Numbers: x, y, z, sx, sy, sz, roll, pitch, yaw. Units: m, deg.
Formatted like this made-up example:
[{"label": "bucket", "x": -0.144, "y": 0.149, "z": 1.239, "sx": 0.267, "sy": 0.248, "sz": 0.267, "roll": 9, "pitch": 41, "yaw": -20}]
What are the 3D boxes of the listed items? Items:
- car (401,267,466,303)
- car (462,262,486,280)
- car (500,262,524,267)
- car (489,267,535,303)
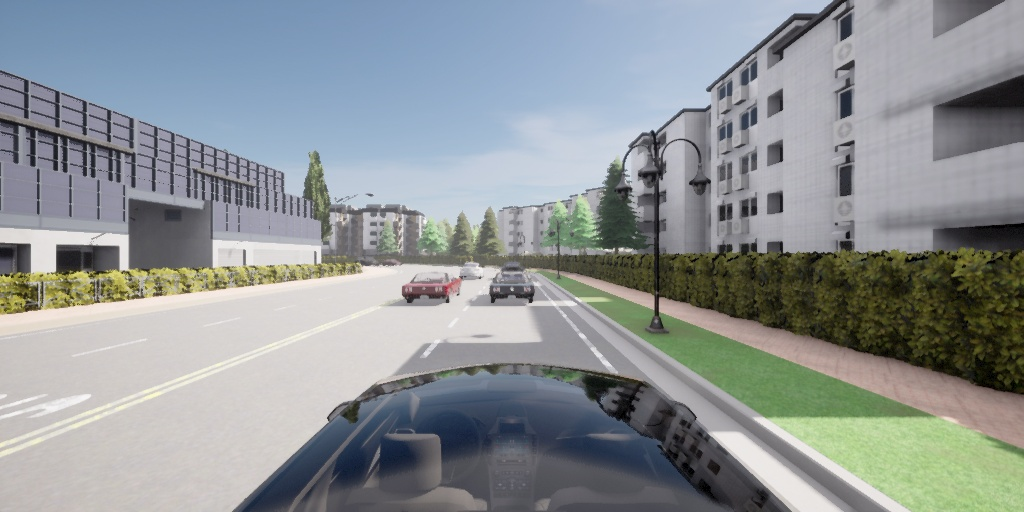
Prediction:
[{"label": "car", "x": -3.500, "y": 1.366, "z": 16.530, "sx": 1.895, "sy": 1.301, "sz": 4.718, "roll": 0, "pitch": 0, "yaw": 0}, {"label": "car", "x": -3.500, "y": 1.283, "z": 31.500, "sx": 1.812, "sy": 1.442, "sz": 4.674, "roll": 0, "pitch": 0, "yaw": 0}, {"label": "car", "x": 0.000, "y": 1.266, "z": 31.500, "sx": 1.837, "sy": 1.490, "sz": 4.892, "roll": 0, "pitch": 0, "yaw": 0}, {"label": "car", "x": 0.000, "y": 1.366, "z": 16.530, "sx": 1.895, "sy": 1.301, "sz": 4.718, "roll": 0, "pitch": 0, "yaw": 0}]
